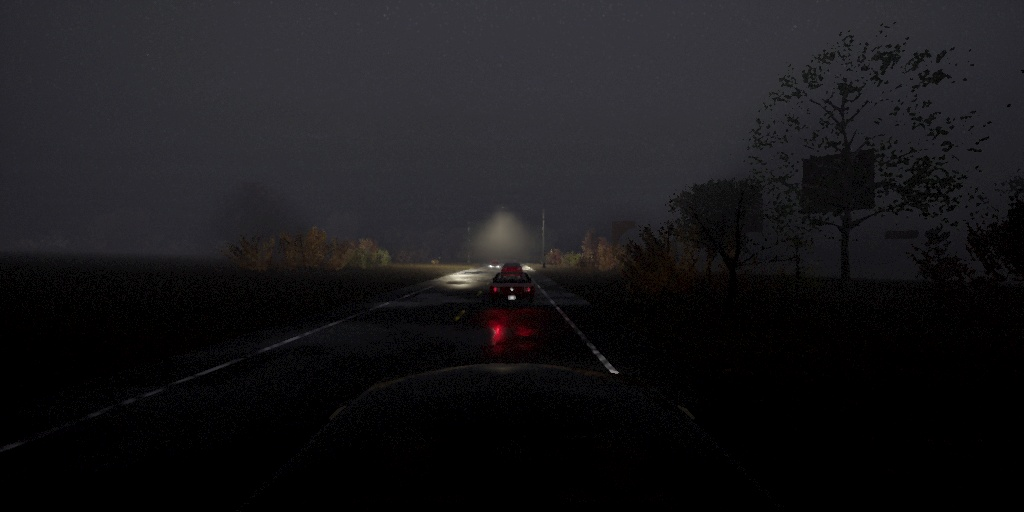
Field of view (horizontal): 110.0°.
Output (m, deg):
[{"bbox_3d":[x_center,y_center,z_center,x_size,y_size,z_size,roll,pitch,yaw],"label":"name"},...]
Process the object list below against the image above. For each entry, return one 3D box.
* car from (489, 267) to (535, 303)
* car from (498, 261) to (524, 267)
[{"bbox_3d":[0.000,1.368,16.531,1.895,1.301,4.718,0,0,0],"label":"car"},{"bbox_3d":[0.000,1.244,31.501,1.882,1.535,5.008,0,0,0],"label":"car"}]
